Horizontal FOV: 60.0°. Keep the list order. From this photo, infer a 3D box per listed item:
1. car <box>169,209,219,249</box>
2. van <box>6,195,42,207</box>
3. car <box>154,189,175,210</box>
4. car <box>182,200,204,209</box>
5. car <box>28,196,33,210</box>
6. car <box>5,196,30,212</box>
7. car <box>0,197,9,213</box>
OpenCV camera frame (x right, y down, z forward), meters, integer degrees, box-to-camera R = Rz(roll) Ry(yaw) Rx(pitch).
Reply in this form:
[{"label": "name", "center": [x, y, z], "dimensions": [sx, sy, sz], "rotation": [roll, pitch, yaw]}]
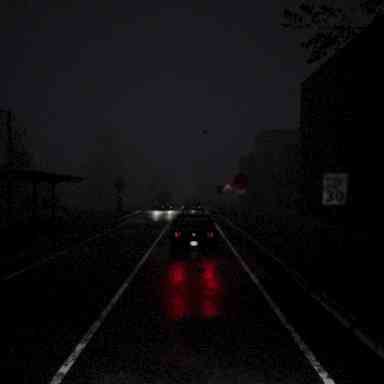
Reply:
[{"label": "car", "center": [0.083, 1.625, 14.643], "dimensions": [1.895, 1.301, 4.718], "rotation": [0, 0, 0]}, {"label": "van", "center": [-22.008, 1.346, 43.411], "dimensions": [4.442, 1.987, 1.878], "rotation": [0, 0, 0]}, {"label": "car", "center": [-3.344, 0.940, 41.012], "dimensions": [2.150, 2.045, 5.566], "rotation": [0, 8, 0]}, {"label": "car", "center": [0.085, 1.467, 31.033], "dimensions": [2.128, 1.511, 4.902], "rotation": [0, 0, 0]}, {"label": "car", "center": [-22.151, 1.594, 40.637], "dimensions": [4.792, 1.488, 2.163], "rotation": [0, 0, 0]}, {"label": "car", "center": [-21.932, 1.555, 37.860], "dimensions": [5.366, 1.575, 1.946], "rotation": [0, 0, 0]}, {"label": "car", "center": [-22.143, 1.581, 35.085], "dimensions": [4.792, 1.488, 2.163], "rotation": [0, 0, 0]}]
